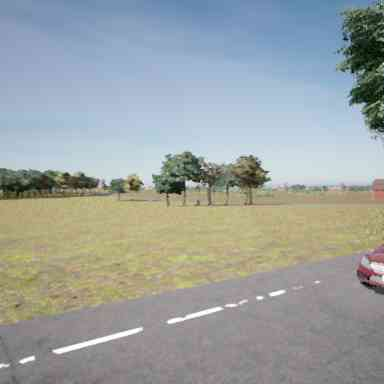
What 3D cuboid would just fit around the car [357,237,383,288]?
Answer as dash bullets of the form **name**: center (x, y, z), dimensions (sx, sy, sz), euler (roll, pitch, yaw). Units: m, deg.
- **car**: center (5.930, 1.520, 8.092), dimensions (4.674, 1.442, 1.812), euler (0, 0, -35)
